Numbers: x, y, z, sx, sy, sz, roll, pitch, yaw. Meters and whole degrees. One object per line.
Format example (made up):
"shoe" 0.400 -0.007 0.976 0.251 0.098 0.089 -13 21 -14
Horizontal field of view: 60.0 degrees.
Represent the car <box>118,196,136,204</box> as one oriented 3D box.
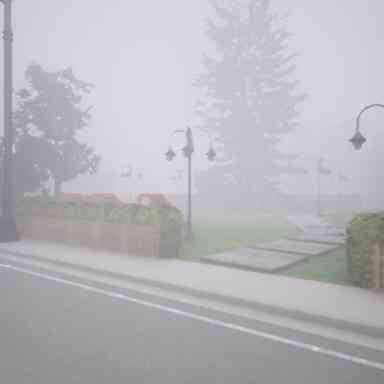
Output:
"car" -11.573 1.425 56.815 2.033 1.411 5.357 0 0 36
